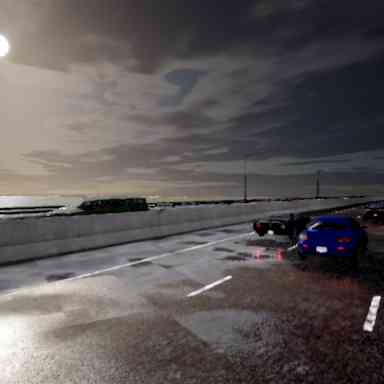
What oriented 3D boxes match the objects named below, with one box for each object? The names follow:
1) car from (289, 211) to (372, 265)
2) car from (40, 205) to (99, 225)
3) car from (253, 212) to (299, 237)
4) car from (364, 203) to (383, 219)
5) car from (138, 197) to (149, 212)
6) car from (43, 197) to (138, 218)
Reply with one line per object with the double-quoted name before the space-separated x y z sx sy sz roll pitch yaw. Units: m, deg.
"car" 5.233 1.605 12.141 1.812 1.442 4.674 0 -1 33
"car" -10.022 1.815 27.527 1.994 1.385 4.181 0 -1 33
"car" 5.139 1.729 18.380 1.895 1.301 4.718 0 -1 33
"car" 15.748 1.656 28.148 2.128 1.511 4.902 0 -1 33
"car" -5.863 1.458 27.502 2.150 2.045 5.566 0 -1 33
"car" -6.215 1.406 20.565 2.150 2.045 5.566 0 -1 33
